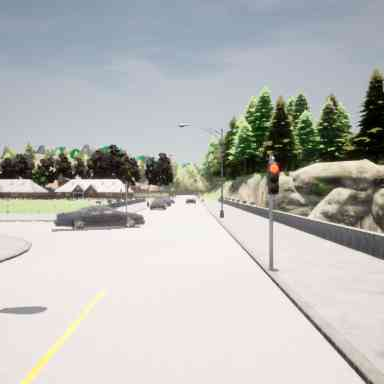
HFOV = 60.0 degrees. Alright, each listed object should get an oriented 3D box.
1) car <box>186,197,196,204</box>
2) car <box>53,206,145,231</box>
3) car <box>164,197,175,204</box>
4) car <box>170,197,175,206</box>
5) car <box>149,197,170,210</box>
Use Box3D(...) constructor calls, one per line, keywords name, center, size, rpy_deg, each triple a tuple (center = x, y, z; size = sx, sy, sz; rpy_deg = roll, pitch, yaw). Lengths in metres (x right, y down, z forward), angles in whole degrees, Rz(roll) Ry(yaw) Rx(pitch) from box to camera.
Box3D(name="car", center=(-0.207, 1.601, 63.384), size=(1.895, 1.301, 4.718), rpy_deg=(0, 0, 0))
Box3D(name="car", center=(-5.668, 1.546, 20.471), size=(5.357, 1.411, 2.033), rpy_deg=(0, 0, -24))
Box3D(name="car", center=(-4.260, 1.601, 63.339), size=(1.895, 1.301, 4.718), rpy_deg=(0, 0, 0))
Box3D(name="car", center=(-4.270, 1.547, 53.154), size=(2.033, 1.411, 5.357), rpy_deg=(0, 0, -1))
Box3D(name="car", center=(-4.240, 1.526, 42.674), size=(1.812, 1.442, 4.674), rpy_deg=(0, 0, -1))
